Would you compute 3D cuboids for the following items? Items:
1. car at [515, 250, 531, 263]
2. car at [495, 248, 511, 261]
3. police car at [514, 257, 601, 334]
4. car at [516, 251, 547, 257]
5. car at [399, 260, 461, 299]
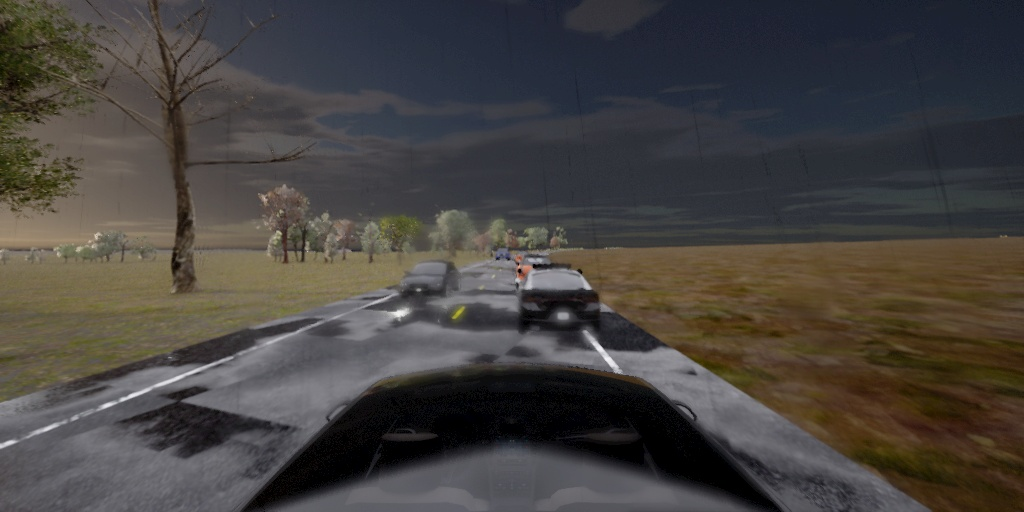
[{"bbox_3d":[1.616,0.050,51.158,2.097,1.767,4.553,0,2,4],"label":"car"},{"bbox_3d":[-1.478,-0.261,58.979,2.150,2.045,5.566,0,1,5],"label":"car"},{"bbox_3d":[1.103,0.998,10.095,1.930,1.638,5.238,0,1,1],"label":"police car"},{"bbox_3d":[1.277,0.717,19.916,2.097,1.767,4.553,0,1,1],"label":"car"},{"bbox_3d":[-3.434,0.956,15.787,1.837,1.490,4.892,0,1,1],"label":"car"}]
